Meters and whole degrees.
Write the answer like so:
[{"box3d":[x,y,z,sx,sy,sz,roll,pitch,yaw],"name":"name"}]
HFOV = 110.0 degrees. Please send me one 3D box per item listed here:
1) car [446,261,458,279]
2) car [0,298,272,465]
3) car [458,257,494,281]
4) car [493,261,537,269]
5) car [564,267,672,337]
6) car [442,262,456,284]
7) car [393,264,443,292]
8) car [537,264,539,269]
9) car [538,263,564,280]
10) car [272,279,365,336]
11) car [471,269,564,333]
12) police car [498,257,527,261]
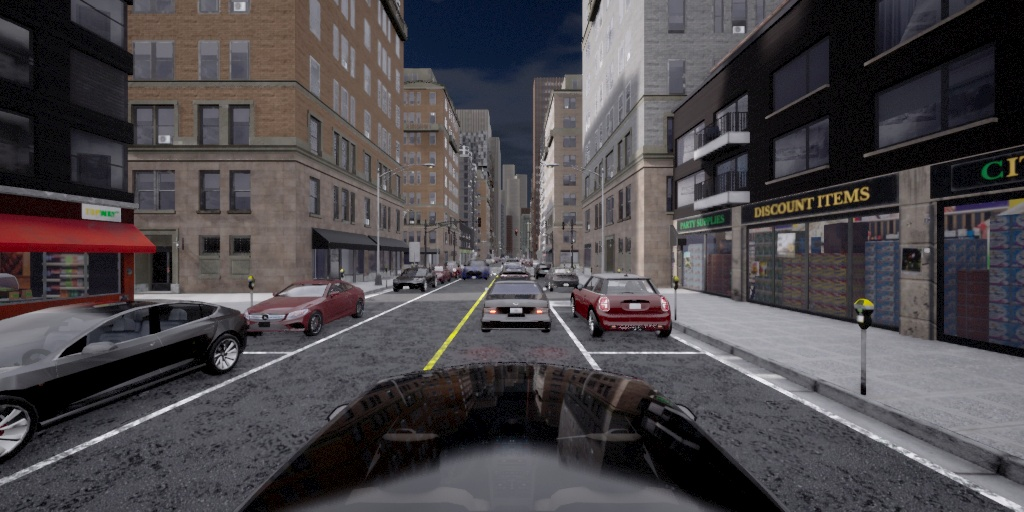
[{"box3d":[-5.615,1.193,32.293,1.967,1.591,4.097,0,0,0],"name":"car"},{"box3d":[-5.666,1.315,4.787,1.948,1.339,4.313,0,0,0],"name":"car"},{"box3d":[-2.978,1.104,30.447,2.097,1.767,4.553,0,0,1],"name":"car"},{"box3d":[0.132,1.242,21.266,2.128,1.511,4.902,0,0,0],"name":"car"},{"box3d":[2.870,1.190,10.272,1.967,1.591,4.097,0,0,0],"name":"car"},{"box3d":[-5.625,1.334,26.792,1.802,1.307,4.207,0,0,0],"name":"car"},{"box3d":[-5.635,1.316,21.291,1.948,1.339,4.313,0,0,0],"name":"car"},{"box3d":[2.911,1.319,32.277,1.948,1.339,4.313,0,0,0],"name":"car"},{"box3d":[2.890,1.301,21.275,2.007,1.370,4.403,0,0,0],"name":"car"},{"box3d":[-5.656,1.332,10.288,1.802,1.307,4.207,0,0,0],"name":"car"},{"box3d":[0.111,1.297,10.743,2.033,1.411,5.357,0,0,0],"name":"car"},{"box3d":[0.051,1.178,31.286,1.930,1.638,5.238,0,0,0],"name":"police car"}]
